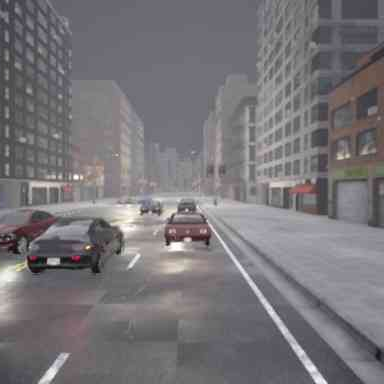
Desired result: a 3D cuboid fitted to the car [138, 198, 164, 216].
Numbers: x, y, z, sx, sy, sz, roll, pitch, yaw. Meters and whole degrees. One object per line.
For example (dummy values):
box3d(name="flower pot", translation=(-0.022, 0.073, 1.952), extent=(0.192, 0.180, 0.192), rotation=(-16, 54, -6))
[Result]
box3d(name="car", translation=(-3.729, 1.492, 31.622), extent=(1.895, 1.301, 4.718), rotation=(0, 0, -1))

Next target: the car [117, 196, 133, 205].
box3d(name="car", translation=(-10.779, 1.319, 54.015), extent=(1.812, 1.442, 4.674), rotation=(0, 0, -1))

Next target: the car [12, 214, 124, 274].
box3d(name="car", translation=(-3.361, 1.489, 10.283), extent=(1.812, 1.442, 4.674), rotation=(0, 0, -1))

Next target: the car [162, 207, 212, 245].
box3d(name="car", translation=(-0.205, 1.556, 15.138), extent=(1.895, 1.301, 4.718), rotation=(0, 0, -1))

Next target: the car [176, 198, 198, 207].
box3d(name="car", translation=(-0.508, 1.397, 33.097), extent=(1.837, 1.490, 4.892), rotation=(0, 0, -1))

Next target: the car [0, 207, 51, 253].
box3d(name="car", translation=(-6.864, 1.424, 13.222), extent=(1.882, 1.535, 5.008), rotation=(0, 0, -1))

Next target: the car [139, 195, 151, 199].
box3d(name="car", translation=(-7.522, 1.279, 53.639), extent=(1.882, 1.535, 5.008), rotation=(0, 0, -1))
